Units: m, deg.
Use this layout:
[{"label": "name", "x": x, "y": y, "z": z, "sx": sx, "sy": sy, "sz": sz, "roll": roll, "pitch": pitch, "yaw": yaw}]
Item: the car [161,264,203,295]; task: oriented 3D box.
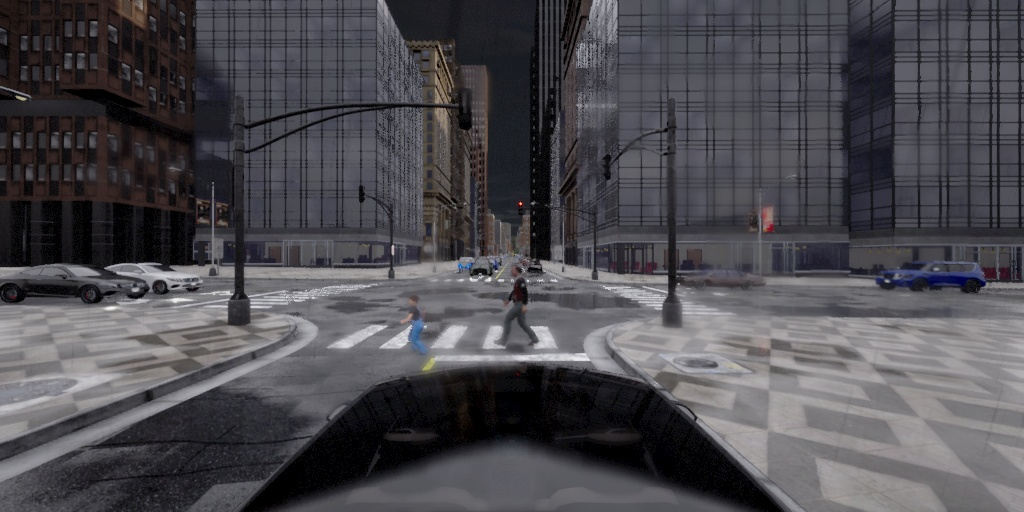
[{"label": "car", "x": -17.760, "y": 1.051, "z": 17.394, "sx": 4.674, "sy": 1.442, "sz": 1.812, "roll": 1, "pitch": 0, "yaw": 0}]

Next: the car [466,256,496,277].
[{"label": "car", "x": -2.961, "y": 1.080, "z": 35.522, "sx": 2.097, "sy": 1.767, "sz": 4.553, "roll": 0, "pitch": 0, "yaw": 0}]

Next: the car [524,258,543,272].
[{"label": "car", "x": 2.840, "y": 1.283, "z": 44.687, "sx": 1.948, "sy": 1.339, "sz": 4.313, "roll": 0, "pitch": 0, "yaw": 0}]

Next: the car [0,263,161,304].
[{"label": "car", "x": -17.232, "y": 1.046, "z": 14.137, "sx": 4.674, "sy": 1.442, "sz": 1.812, "roll": 1, "pitch": 0, "yaw": -1}]

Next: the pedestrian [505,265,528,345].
[{"label": "pedestrian", "x": 0.097, "y": 1.043, "z": 7.801, "sx": 0.375, "sy": 1.860, "sz": 0.375, "roll": 0, "pitch": 0, "yaw": 0}]

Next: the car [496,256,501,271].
[{"label": "car", "x": -2.891, "y": 1.188, "z": 49.592, "sx": 1.882, "sy": 1.535, "sz": 5.008, "roll": 0, "pitch": 0, "yaw": 1}]

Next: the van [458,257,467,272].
[{"label": "van", "x": -5.685, "y": 1.058, "z": 44.733, "sx": 1.690, "sy": 1.789, "sz": 3.998, "roll": 0, "pitch": 0, "yaw": 0}]

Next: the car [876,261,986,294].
[{"label": "car", "x": 27.806, "y": 1.381, "z": 23.878, "sx": 5.566, "sy": 2.045, "sz": 2.150, "roll": 1, "pitch": 0, "yaw": 0}]

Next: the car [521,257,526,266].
[{"label": "car", "x": 2.934, "y": 1.270, "z": 61.635, "sx": 1.802, "sy": 1.307, "sz": 4.207, "roll": 0, "pitch": 0, "yaw": 0}]

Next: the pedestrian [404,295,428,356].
[{"label": "pedestrian", "x": -1.868, "y": 1.324, "z": 7.196, "sx": 0.375, "sy": 1.300, "sz": 0.375, "roll": 0, "pitch": 0, "yaw": 0}]

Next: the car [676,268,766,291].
[{"label": "car", "x": 13.824, "y": 1.518, "z": 23.950, "sx": 5.357, "sy": 1.411, "sz": 2.033, "roll": 1, "pitch": 0, "yaw": 0}]
